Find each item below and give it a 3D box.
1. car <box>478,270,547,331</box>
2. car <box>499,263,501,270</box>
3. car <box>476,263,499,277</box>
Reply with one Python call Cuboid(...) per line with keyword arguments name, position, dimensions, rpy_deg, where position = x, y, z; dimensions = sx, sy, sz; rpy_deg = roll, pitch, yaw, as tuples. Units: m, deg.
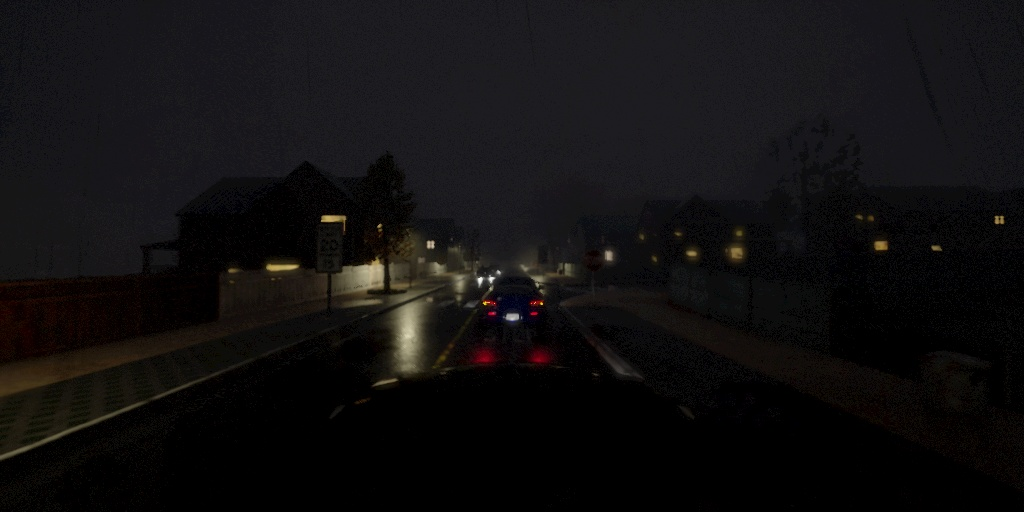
Cuboid(name="car", position=(0.044, 1.349, 11.173), dimensions=(1.812, 1.442, 4.674), rpy_deg=(0, 0, 0))
Cuboid(name="car", position=(-2.813, 1.800, 60.155), dimensions=(1.895, 1.301, 4.718), rpy_deg=(0, 0, 0))
Cuboid(name="car", position=(-2.844, 1.607, 39.956), dimensions=(1.994, 1.385, 4.181), rpy_deg=(0, 0, 0))
